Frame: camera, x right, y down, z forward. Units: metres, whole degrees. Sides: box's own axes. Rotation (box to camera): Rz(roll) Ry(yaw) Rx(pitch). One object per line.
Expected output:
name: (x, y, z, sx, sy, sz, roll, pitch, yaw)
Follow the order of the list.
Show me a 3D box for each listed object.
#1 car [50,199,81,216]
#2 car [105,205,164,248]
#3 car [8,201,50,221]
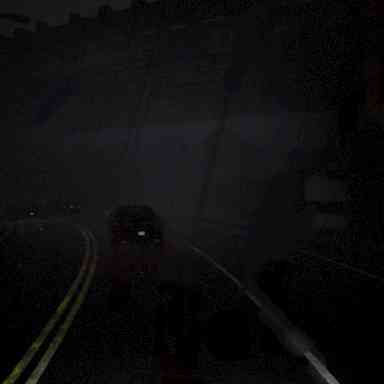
car: (-11.932, 1.376, 30.286, 2.033, 1.411, 5.357, 0, -1, -41)
car: (-2.475, 1.253, 13.765, 1.882, 1.535, 5.008, 0, 0, -17)
car: (-12.407, 1.356, 24.880, 1.994, 1.385, 4.181, 0, -1, -38)
